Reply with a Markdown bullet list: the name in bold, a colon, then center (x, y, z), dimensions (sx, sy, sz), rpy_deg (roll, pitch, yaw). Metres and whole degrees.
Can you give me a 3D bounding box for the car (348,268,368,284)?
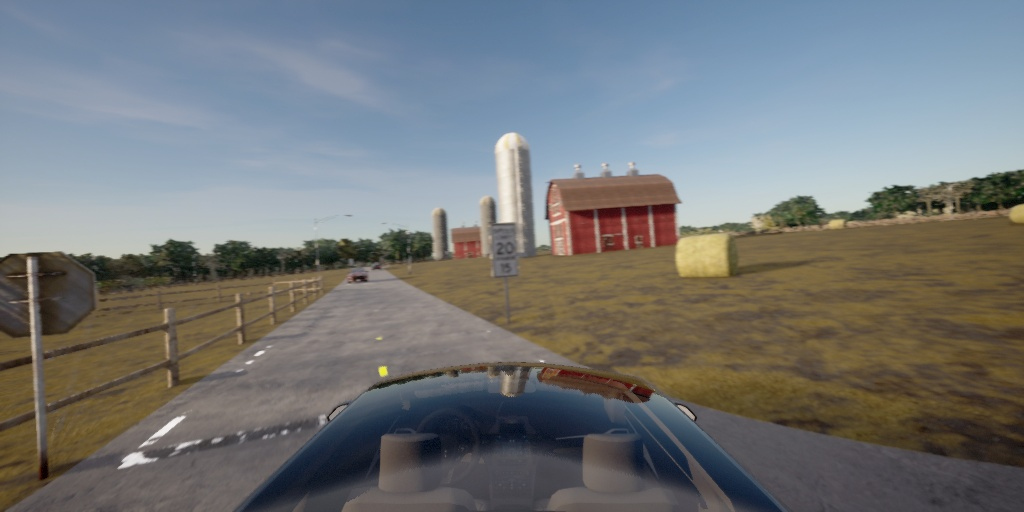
- **car**: center (-17.965, 2.177, 41.917), dimensions (2.097, 1.767, 4.553), rpy_deg (-3, 1, -22)
